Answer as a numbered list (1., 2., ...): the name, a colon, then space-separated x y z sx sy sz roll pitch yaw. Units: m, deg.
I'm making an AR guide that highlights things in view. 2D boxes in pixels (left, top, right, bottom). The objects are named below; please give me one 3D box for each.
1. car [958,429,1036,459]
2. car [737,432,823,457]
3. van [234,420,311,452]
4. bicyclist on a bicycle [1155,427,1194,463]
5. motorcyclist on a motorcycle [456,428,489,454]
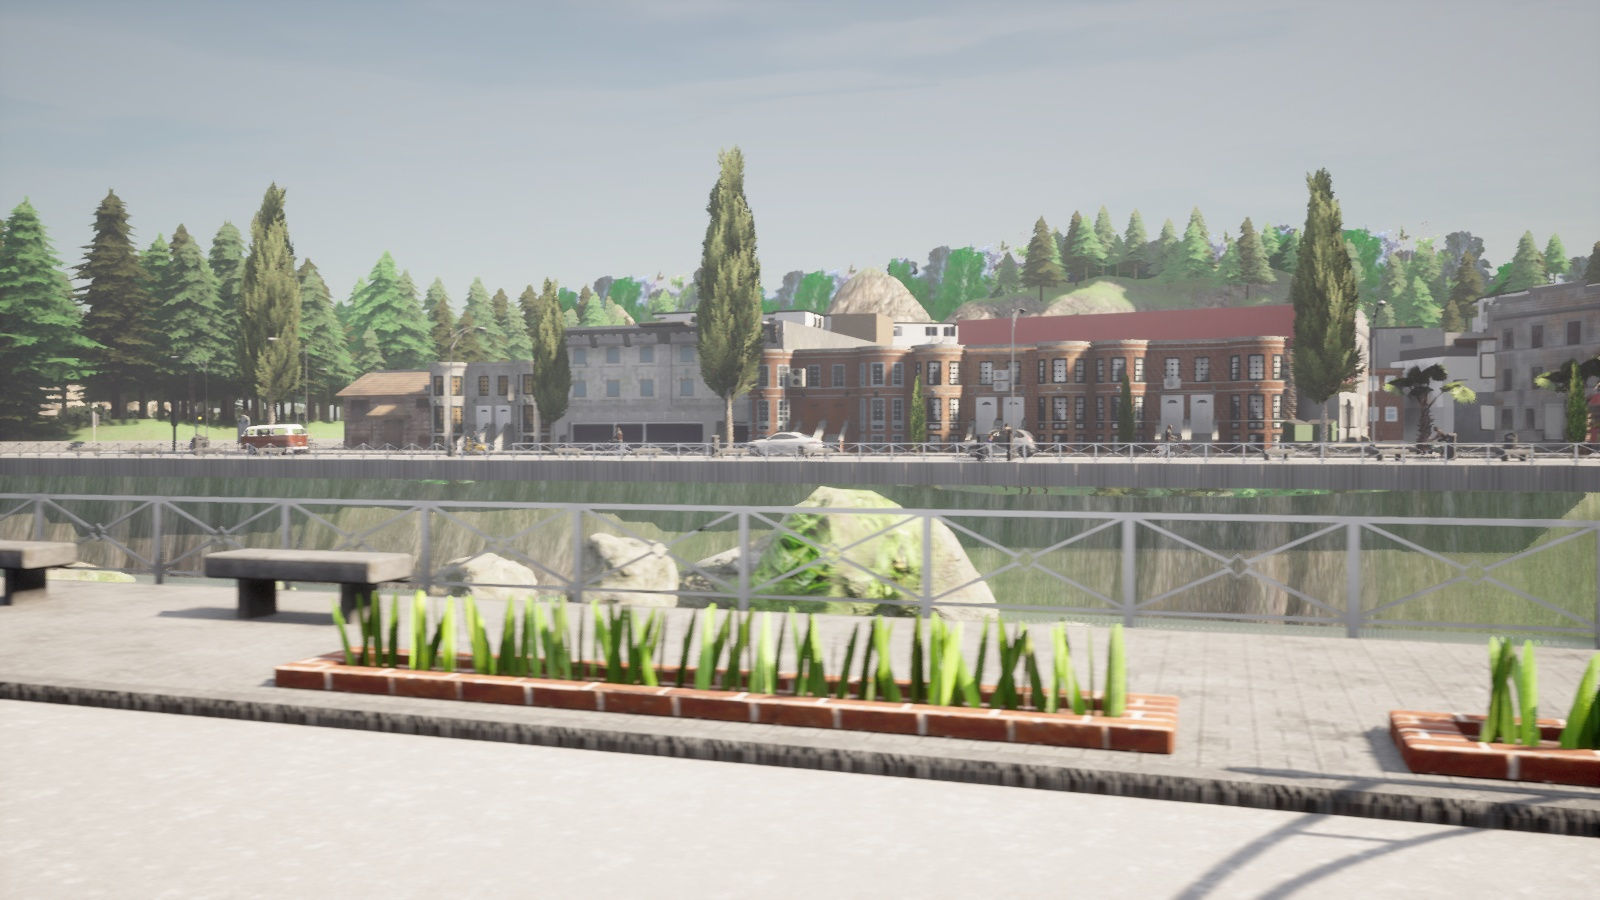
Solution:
1. car: 10.879 -0.345 69.336 3.988 1.617 1.851 1 1 19
2. car: -1.144 -0.327 73.379 4.674 1.442 1.812 1 1 19
3. van: -35.681 -0.953 84.983 4.480 2.038 2.069 -1 1 19
4. bicyclist on a bicycle: 18.628 -0.234 62.513 1.843 1.776 0.659 0 1 19
5. motorcyclist on a motorcycle: -20.872 -0.580 80.009 1.817 1.590 0.866 1 1 19
